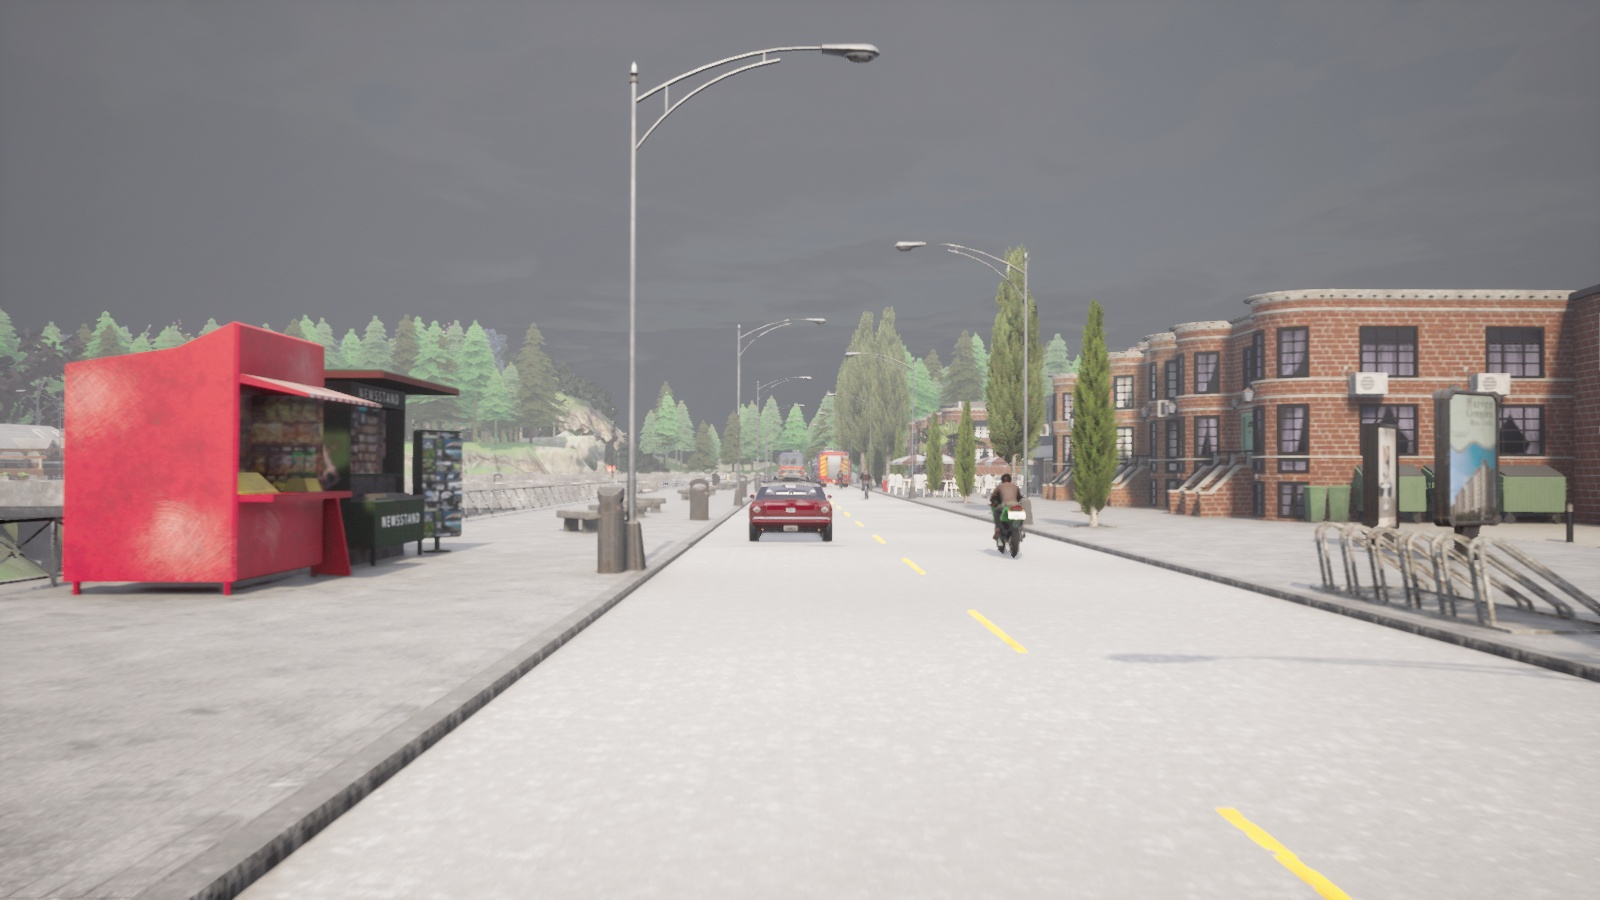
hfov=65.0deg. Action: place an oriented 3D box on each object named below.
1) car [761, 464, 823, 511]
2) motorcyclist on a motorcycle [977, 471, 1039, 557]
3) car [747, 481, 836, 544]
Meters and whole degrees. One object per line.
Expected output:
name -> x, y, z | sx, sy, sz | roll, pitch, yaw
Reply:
car -> -0.301, 1.347, 46.159 | 2.152, 1.651, 5.027 | 0, -1, 0
motorcyclist on a motorcycle -> 3.844, 1.162, 23.353 | 0.797, 1.523, 2.044 | 0, -1, 0
car -> -0.192, 1.388, 29.007 | 1.895, 1.301, 4.718 | 0, -1, 0
